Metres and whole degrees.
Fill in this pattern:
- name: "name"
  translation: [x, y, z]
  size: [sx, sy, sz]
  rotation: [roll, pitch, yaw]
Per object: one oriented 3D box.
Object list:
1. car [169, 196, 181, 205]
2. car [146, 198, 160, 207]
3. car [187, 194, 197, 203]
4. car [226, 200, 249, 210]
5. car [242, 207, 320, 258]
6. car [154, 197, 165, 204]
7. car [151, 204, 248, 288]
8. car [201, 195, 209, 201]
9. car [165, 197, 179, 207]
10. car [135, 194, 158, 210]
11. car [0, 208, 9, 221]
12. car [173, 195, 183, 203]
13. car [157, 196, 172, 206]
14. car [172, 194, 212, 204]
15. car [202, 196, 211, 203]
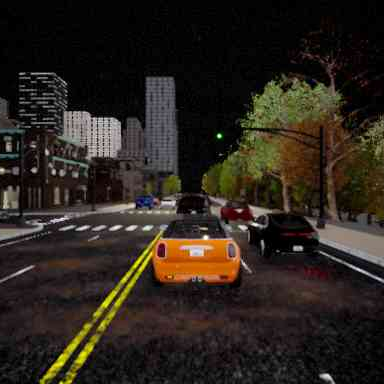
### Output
- name: "car"
  translation: [-3.224, 1.660, 65.565]
  size: [2.128, 1.511, 4.902]
  rotation: [0, 0, 0]
- name: "car"
  translation: [-6.547, 1.747, 56.414]
  size: [1.895, 1.301, 4.718]
  rotation: [0, 0, 0]
- name: "car"
  translation: [0.027, 1.411, 76.039]
  size: [2.150, 2.045, 5.566]
  rotation: [0, 0, 0]
- name: "car"
  translation: [3.359, 1.420, 25.717]
  size: [2.097, 1.767, 4.553]
  rotation: [0, 0, 0]
- name: "car"
  translation: [3.355, 1.541, 12.963]
  size: [1.837, 1.490, 4.892]
  rotation: [0, 0, 0]
- name: "car"
  translation: [-6.475, 1.676, 66.783]
  size: [1.837, 1.490, 4.892]
  rotation: [0, 0, 0]
- name: "car"
  translation: [0.105, 1.378, 9.501]
  size: [2.097, 1.767, 4.553]
  rotation: [0, 0, 0]
- name: "car"
  translation: [3.282, 1.575, 86.427]
  size: [1.812, 1.442, 4.674]
  rotation: [0, 0, 0]
- name: "car"
  translation: [-3.303, 1.636, 55.479]
  size: [2.128, 1.511, 4.902]
  rotation: [0, 0, 0]
- name: "car"
  translation: [-6.573, 1.344, 46.605]
  size: [2.150, 2.045, 5.566]
  rotation: [0, 0, 0]
- name: "car"
  translation: [-18.105, 1.633, 28.256]
  size: [4.553, 1.767, 2.097]
  rotation: [-1, 0, 1]
- name: "car"
  translation: [-3.221, 1.548, 75.851]
  size: [2.097, 1.767, 4.553]
  rotation: [0, 0, 0]
- name: "car"
  translation: [-3.327, 1.647, 46.258]
  size: [1.812, 1.442, 4.674]
  rotation: [0, 0, 0]
- name: "car"
  translation: [0.110, 1.281, 21.643]
  size: [2.150, 2.045, 5.566]
  rotation: [0, 0, 0]
- name: "car"
  translation: [3.278, 1.726, 76.008]
  size: [2.033, 1.411, 5.357]
  rotation: [0, 0, 0]
